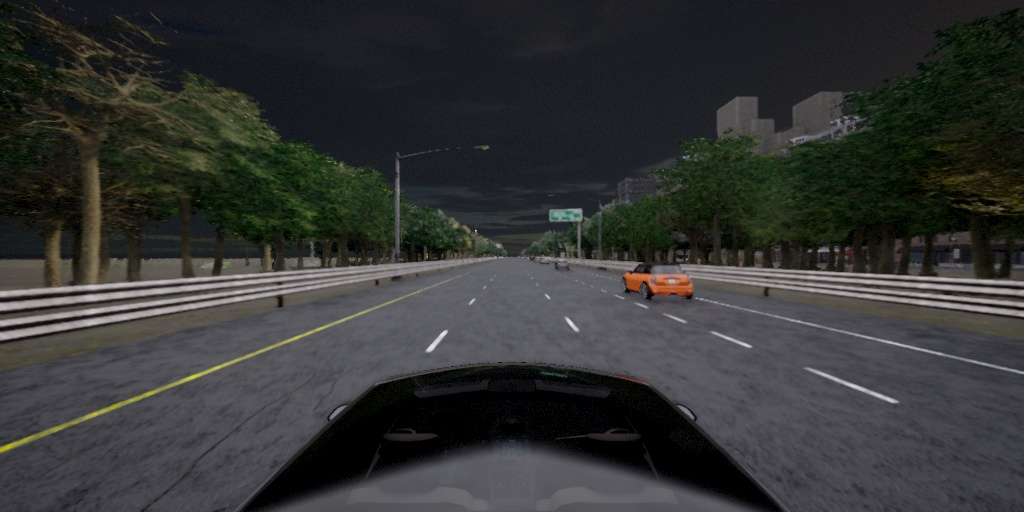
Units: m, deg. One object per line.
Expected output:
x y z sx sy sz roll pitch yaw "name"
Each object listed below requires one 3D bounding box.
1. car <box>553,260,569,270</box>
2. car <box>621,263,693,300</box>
7.100 1.249 51.894 2.128 1.511 4.902 0 0 0 "car"
7.002 1.110 17.831 2.097 1.767 4.553 0 0 0 "car"
